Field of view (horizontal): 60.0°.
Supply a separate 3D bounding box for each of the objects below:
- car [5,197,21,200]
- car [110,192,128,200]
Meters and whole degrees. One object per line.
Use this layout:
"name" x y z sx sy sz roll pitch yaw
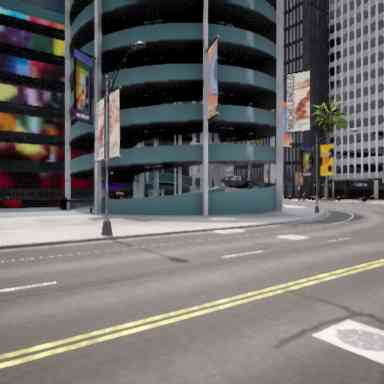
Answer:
"car" -29.117 1.400 54.162 1.895 1.301 4.718 0 0 -36
"car" -14.600 0.969 65.659 2.435 2.045 5.566 0 0 -36
